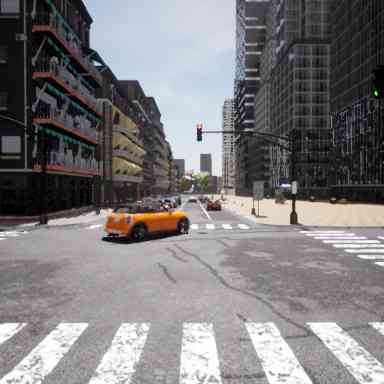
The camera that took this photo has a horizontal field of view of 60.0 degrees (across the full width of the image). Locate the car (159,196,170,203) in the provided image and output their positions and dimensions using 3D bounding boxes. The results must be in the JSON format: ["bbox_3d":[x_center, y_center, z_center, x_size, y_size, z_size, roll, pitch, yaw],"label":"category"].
[{"bbox_3d":[-5.680,1.582,69.278,1.802,1.307,4.206,-1,0,0],"label":"car"}]

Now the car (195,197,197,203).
[{"bbox_3d":[0.128,1.601,69.719,1.895,1.301,4.718,0,0,0],"label":"car"}]

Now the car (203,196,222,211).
[{"bbox_3d":[2.658,1.539,41.088,1.887,1.381,4.507,-1,0,0],"label":"car"}]

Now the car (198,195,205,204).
[{"bbox_3d":[2.665,1.549,63.684,2.008,1.369,4.403,-1,0,0],"label":"car"}]

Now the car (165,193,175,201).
[{"bbox_3d":[-5.679,1.320,86.225,2.192,1.841,5.009,-1,0,0],"label":"car"}]

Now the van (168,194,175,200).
[{"bbox_3d":[-5.677,1.348,91.873,1.690,1.788,3.998,-1,0,0],"label":"van"}]

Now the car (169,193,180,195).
[{"bbox_3d":[-3.033,1.219,58.283,2.150,2.045,5.566,0,0,1],"label":"car"}]

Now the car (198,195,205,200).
[{"bbox_3d":[2.673,1.532,92.099,1.752,1.417,4.829,-1,0,0],"label":"car"}]

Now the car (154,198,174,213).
[{"bbox_3d":[-3.085,1.500,37.637,1.837,1.490,4.892,0,0,0],"label":"car"}]

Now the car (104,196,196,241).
[{"bbox_3d":[-2.152,1.306,17.021,2.097,1.767,4.553,0,1,39],"label":"car"}]

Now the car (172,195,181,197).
[{"bbox_3d":[-3.078,1.543,47.965,2.033,1.411,5.357,0,0,0],"label":"car"}]

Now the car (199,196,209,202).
[{"bbox_3d":[2.669,1.546,74.982,1.887,1.381,4.507,-1,0,0],"label":"car"}]

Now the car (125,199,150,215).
[{"bbox_3d":[-5.690,1.539,35.384,1.887,1.381,4.507,-1,0,0],"label":"car"}]
